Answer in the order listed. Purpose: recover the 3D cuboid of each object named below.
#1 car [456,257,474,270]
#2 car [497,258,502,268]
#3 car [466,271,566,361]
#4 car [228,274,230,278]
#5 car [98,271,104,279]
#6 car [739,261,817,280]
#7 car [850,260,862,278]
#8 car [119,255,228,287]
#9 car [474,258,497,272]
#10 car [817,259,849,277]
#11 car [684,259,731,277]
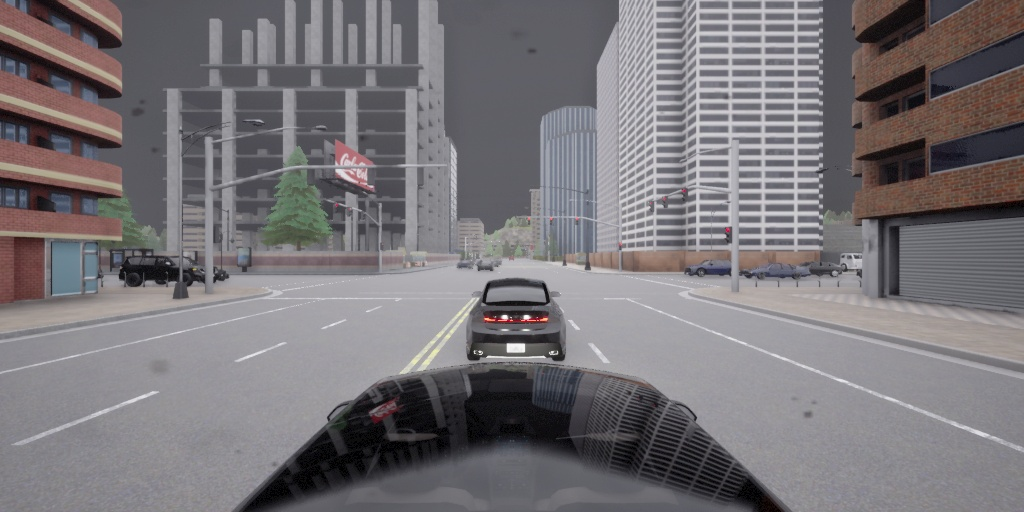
[{"bbox_3d":[-6.837,1.297,52.259,2.033,1.411,5.357,0,0,0],"label":"car"},{"bbox_3d":[-3.268,1.242,61.862,2.128,1.511,4.902,0,0,1],"label":"car"},{"bbox_3d":[0.095,1.255,8.268,1.837,1.490,4.892,0,0,1],"label":"car"},{"bbox_3d":[-24.285,1.314,27.515,4.181,1.385,1.994,0,0,0],"label":"car"},{"bbox_3d":[-34.871,1.297,27.514,5.357,1.411,2.033,0,0,0],"label":"car"},{"bbox_3d":[22.812,1.297,31.229,5.357,1.411,2.033,0,0,0],"label":"car"},{"bbox_3d":[32.724,1.314,31.217,4.181,1.385,1.994,0,0,0],"label":"car"},{"bbox_3d":[-22.808,0.972,24.015,5.566,2.045,2.150,0,0,0],"label":"car"},{"bbox_3d":[-3.373,1.227,45.953,1.882,1.535,5.008,0,0,0],"label":"car"},{"bbox_3d":[29.072,1.255,34.721,4.892,1.490,1.837,0,0,0],"label":"car"},{"bbox_3d":[19.222,1.102,34.728,4.553,1.767,2.097,0,0,0],"label":"car"}]
